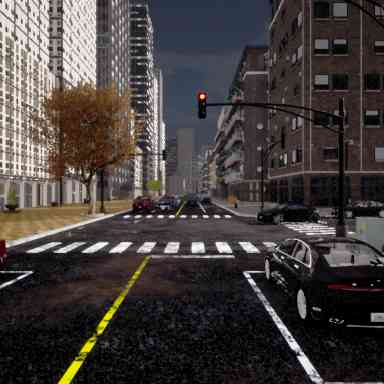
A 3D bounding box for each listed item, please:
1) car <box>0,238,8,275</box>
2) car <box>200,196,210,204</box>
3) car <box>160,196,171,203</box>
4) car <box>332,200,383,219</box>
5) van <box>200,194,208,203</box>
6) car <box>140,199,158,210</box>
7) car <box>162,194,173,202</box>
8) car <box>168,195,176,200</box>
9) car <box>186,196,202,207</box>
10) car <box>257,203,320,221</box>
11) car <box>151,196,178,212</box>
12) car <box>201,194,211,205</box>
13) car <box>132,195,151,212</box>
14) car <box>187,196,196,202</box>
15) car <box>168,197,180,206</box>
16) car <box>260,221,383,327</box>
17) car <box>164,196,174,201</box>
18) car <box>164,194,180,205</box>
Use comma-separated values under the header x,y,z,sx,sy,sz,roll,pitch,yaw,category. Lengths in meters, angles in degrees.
x,y,z,sx,sy,sz,roll,pitch,yaw,category
-5.698,1.545,6.918,1.887,1.381,4.507,0,0,0,car
2.632,1.578,67.097,1.752,1.417,4.829,0,0,0,car
-5.753,1.627,72.444,1.947,1.339,4.313,0,0,0,car
13.403,1.350,26.340,4.403,1.369,2.008,-1,1,-1,car
2.627,1.402,72.451,1.690,1.788,3.998,0,0,0,van
-5.730,1.592,44.829,1.947,1.339,4.313,0,0,0,car
-5.758,1.385,77.966,2.192,1.841,5.009,0,0,0,car
-5.772,1.654,94.535,2.008,1.369,4.403,0,0,0,car
0.058,1.597,51.805,1.994,1.385,4.181,0,0,0,car
6.663,1.490,23.067,4.181,1.385,1.994,-2,0,-9,car
-3.133,1.512,38.486,2.128,1.511,4.902,0,0,0,car
2.637,1.610,61.404,1.947,1.339,4.313,0,0,0,car
-5.726,1.336,39.306,2.192,1.841,5.009,0,0,0,car
-0.063,1.621,76.836,1.994,1.385,4.181,0,0,0,car
-3.130,1.642,58.435,1.895,1.301,4.718,0,0,0,car
2.682,1.551,6.925,2.008,1.369,4.403,0,0,0,car
-5.763,1.632,83.489,2.008,1.369,4.403,0,0,0,car
-3.137,1.382,48.364,2.097,1.767,4.553,0,0,0,car
